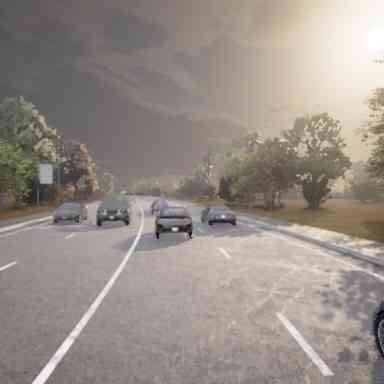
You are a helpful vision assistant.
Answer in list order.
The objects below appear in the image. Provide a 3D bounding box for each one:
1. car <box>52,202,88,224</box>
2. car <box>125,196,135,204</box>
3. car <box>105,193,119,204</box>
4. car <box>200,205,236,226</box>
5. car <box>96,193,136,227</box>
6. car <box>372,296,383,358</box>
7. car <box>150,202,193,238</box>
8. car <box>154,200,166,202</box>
[{"bbox_3d":[-9.170,1.542,25.381,1.837,1.490,4.892,0,0,-8],"label":"car"},{"bbox_3d":[-11.967,1.593,64.624,1.812,1.442,4.674,0,0,-9],"label":"car"},{"bbox_3d":[-15.580,1.298,65.014,2.150,2.045,5.566,0,0,-10],"label":"car"},{"bbox_3d":[1.803,1.580,23.774,1.994,1.385,4.181,0,0,-7],"label":"car"},{"bbox_3d":[-5.423,1.251,23.799,2.150,2.045,5.566,0,0,-7],"label":"car"},{"bbox_3d":[3.457,1.519,2.723,1.812,1.442,4.674,0,0,-1],"label":"car"},{"bbox_3d":[-1.030,1.508,17.746,2.128,1.511,4.902,0,0,-6],"label":"car"},{"bbox_3d":[-3.454,1.582,35.965,2.033,1.411,5.357,0,0,-9],"label":"car"}]
